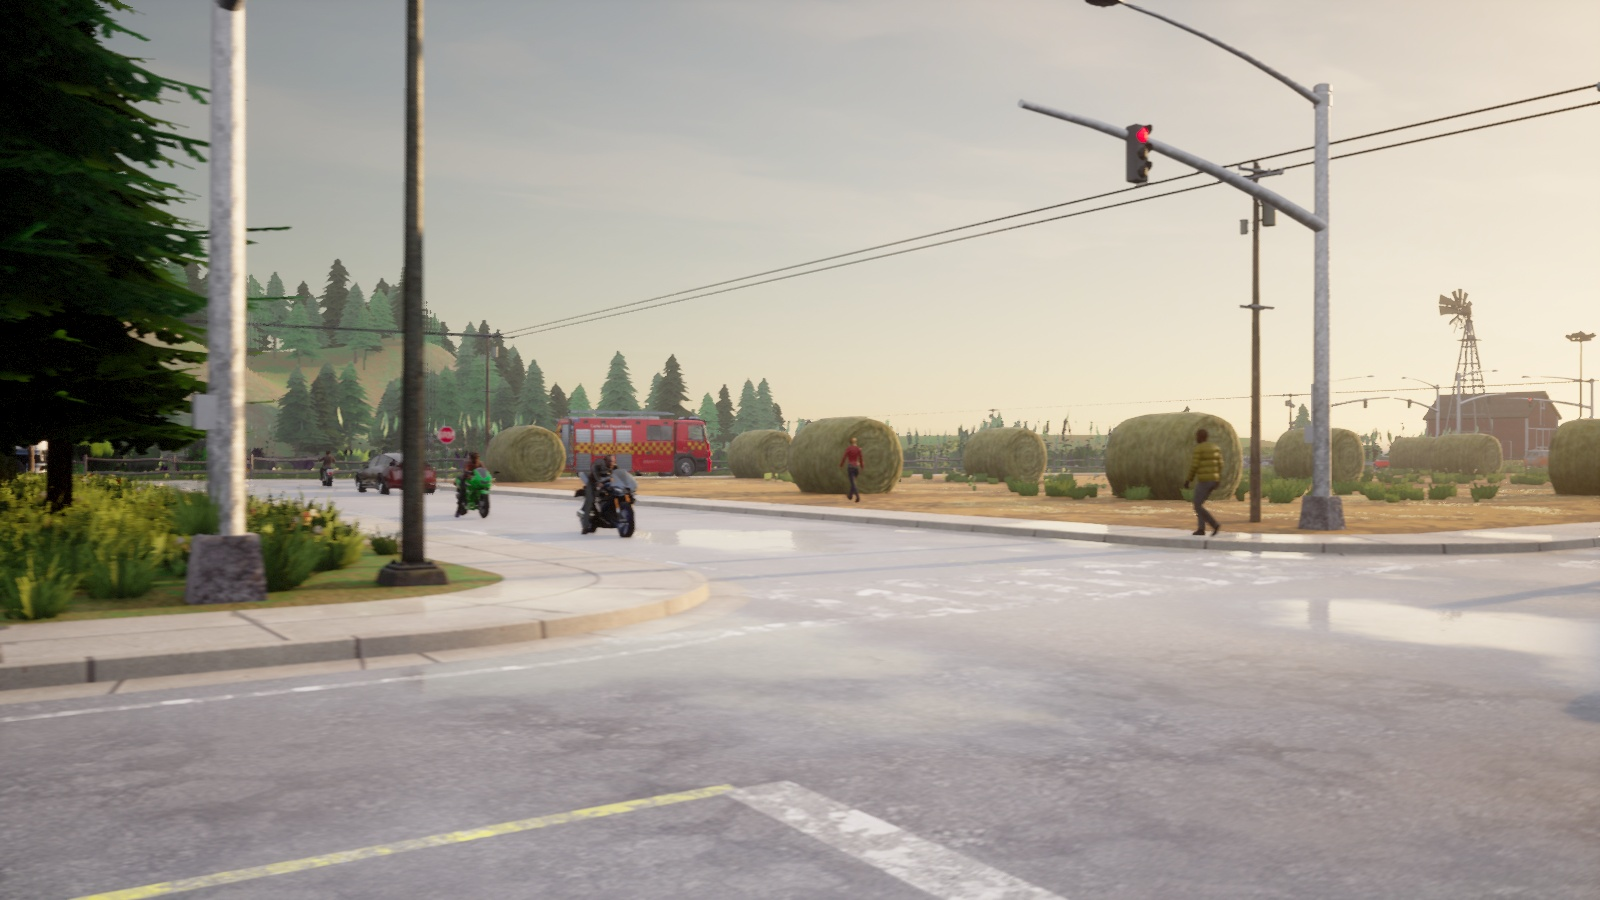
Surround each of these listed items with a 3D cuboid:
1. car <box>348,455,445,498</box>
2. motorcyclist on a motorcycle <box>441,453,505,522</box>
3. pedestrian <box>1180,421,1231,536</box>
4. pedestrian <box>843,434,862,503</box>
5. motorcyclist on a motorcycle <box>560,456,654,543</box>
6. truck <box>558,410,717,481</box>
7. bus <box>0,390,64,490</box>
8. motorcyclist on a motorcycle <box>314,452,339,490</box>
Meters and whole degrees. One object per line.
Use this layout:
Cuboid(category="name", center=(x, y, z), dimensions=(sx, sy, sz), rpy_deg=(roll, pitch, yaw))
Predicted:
Cuboid(category="car", center=(-14.932, 0.917, 46.295), dimensions=(2.163, 1.488, 4.792), rpy_deg=(0, 0, -34))
Cuboid(category="motorcyclist on a motorcycle", center=(-7.592, 0.841, 29.084), dimensions=(0.797, 1.523, 2.044), rpy_deg=(0, 0, -34))
Cuboid(category="pedestrian", center=(6.558, 0.453, 20.330), dimensions=(0.370, 1.835, 0.726), rpy_deg=(0, 0, -30))
Cuboid(category="pedestrian", center=(1.424, 0.490, 34.115), dimensions=(0.331, 1.846, 0.636), rpy_deg=(0, 0, -17))
Cuboid(category="motorcyclist on a motorcycle", center=(-3.576, 0.871, 23.104), dimensions=(0.866, 1.530, 2.191), rpy_deg=(0, 0, -34))
Cuboid(category="truck", center=(-9.119, -0.234, 70.997), dimensions=(8.468, 3.827, 2.891), rpy_deg=(0, 0, -31))
Cuboid(category="bus", center=(-37.537, -0.428, 53.862), dimensions=(10.273, 4.253, 3.944), rpy_deg=(0, 0, -31))
Cuboid(category="motorcyclist on a motorcycle", center=(-21.042, 0.904, 55.774), dimensions=(0.766, 1.649, 2.350), rpy_deg=(1, -1, -27))
